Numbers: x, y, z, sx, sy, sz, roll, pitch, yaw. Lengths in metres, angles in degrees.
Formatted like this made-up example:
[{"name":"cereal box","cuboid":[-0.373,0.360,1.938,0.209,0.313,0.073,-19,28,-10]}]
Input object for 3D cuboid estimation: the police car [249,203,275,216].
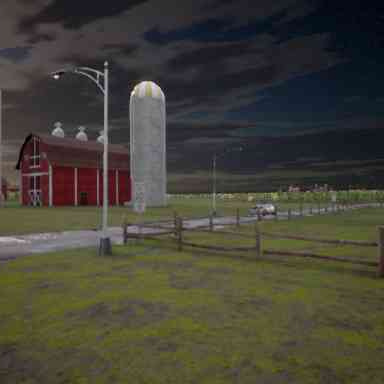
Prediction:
[{"name":"police car","cuboid":[8.817,2.152,41.341,2.038,1.542,4.974,-1,-1,35]}]
